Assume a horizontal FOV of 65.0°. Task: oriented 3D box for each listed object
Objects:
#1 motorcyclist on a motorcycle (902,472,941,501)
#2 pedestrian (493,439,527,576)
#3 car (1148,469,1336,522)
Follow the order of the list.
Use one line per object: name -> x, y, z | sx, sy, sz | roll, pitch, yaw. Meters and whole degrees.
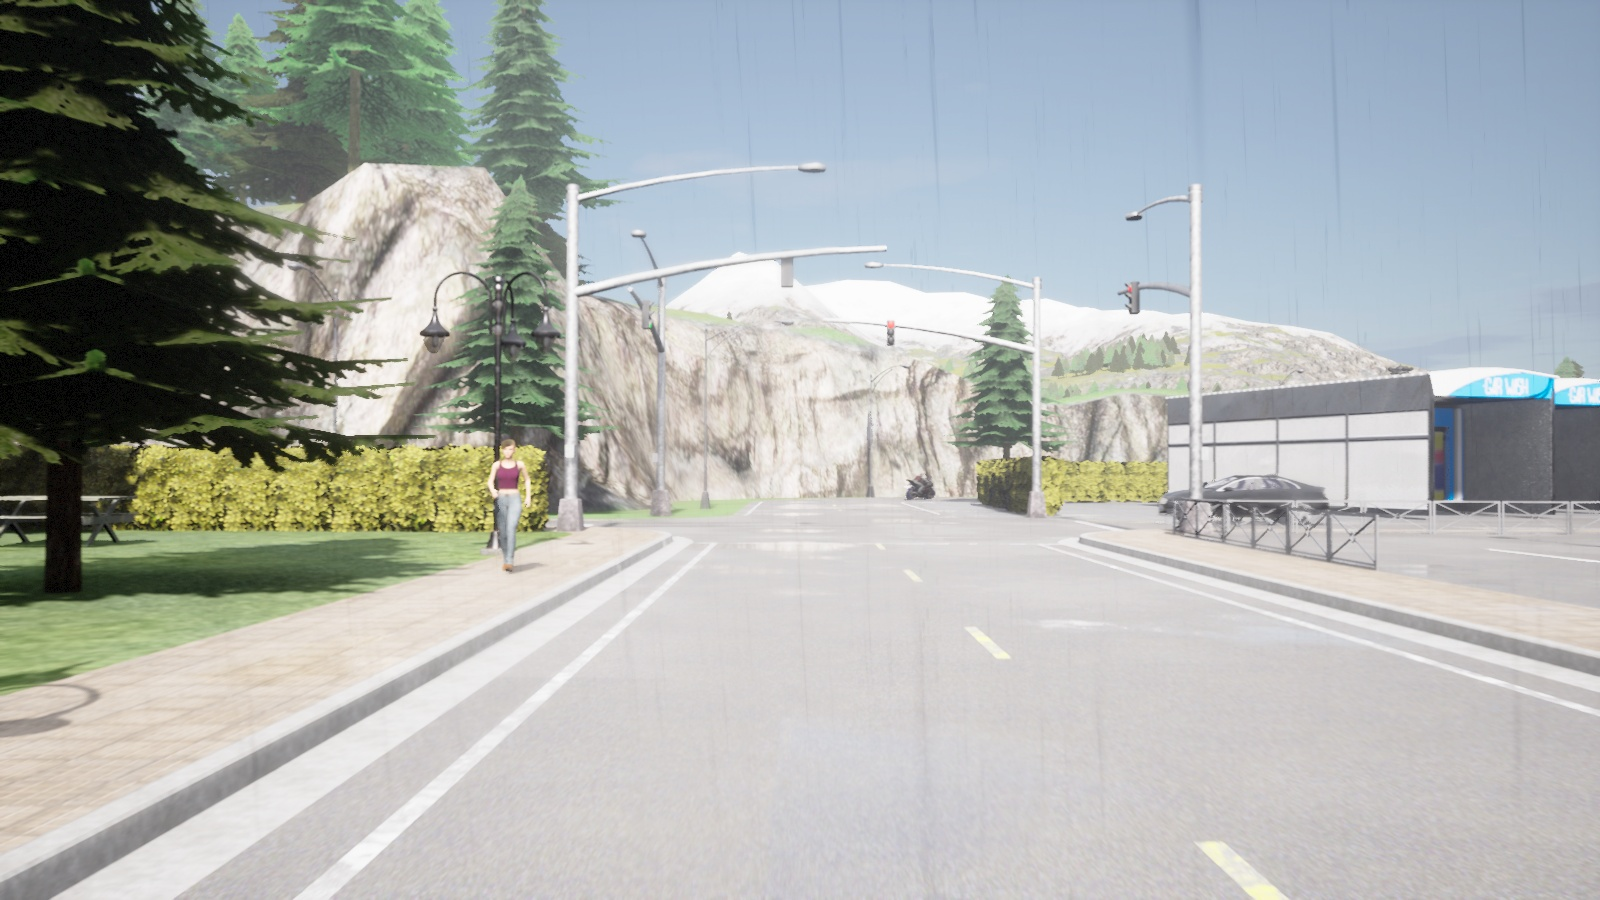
motorcyclist on a motorcycle -> 6.658, 1.974, 68.749 | 2.191, 1.530, 0.866 | 1, 0, -42
pedestrian -> -3.957, 0.773, 17.135 | 0.345, 1.836, 0.594 | 0, -1, -2
car -> 13.256, 1.352, 37.887 | 4.902, 1.511, 2.128 | 0, -1, 1
